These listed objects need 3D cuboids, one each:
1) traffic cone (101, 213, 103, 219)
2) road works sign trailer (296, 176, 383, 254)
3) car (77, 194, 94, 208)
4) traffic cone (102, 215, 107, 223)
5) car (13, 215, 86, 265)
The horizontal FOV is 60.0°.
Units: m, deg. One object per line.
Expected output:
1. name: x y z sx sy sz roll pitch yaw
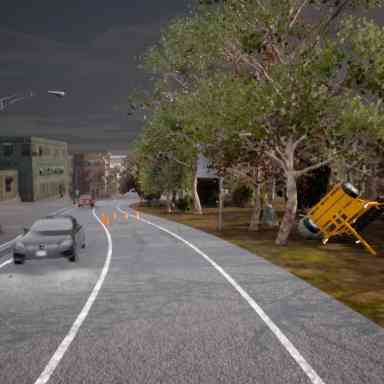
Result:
1. traffic cone: -6.518 2.052 25.093 0.340 0.580 0.340 -2 0 -18
2. road works sign trailer: 6.679 1.194 13.369 3.560 2.380 2.880 0 46 -45
3. car: -16.731 1.426 52.587 2.150 2.045 5.566 -1 0 -11
4. traffic cone: -5.903 2.040 23.192 0.340 0.580 0.340 -2 0 -18
5. car: -4.977 1.586 12.165 1.812 1.442 4.674 -1 0 -12
